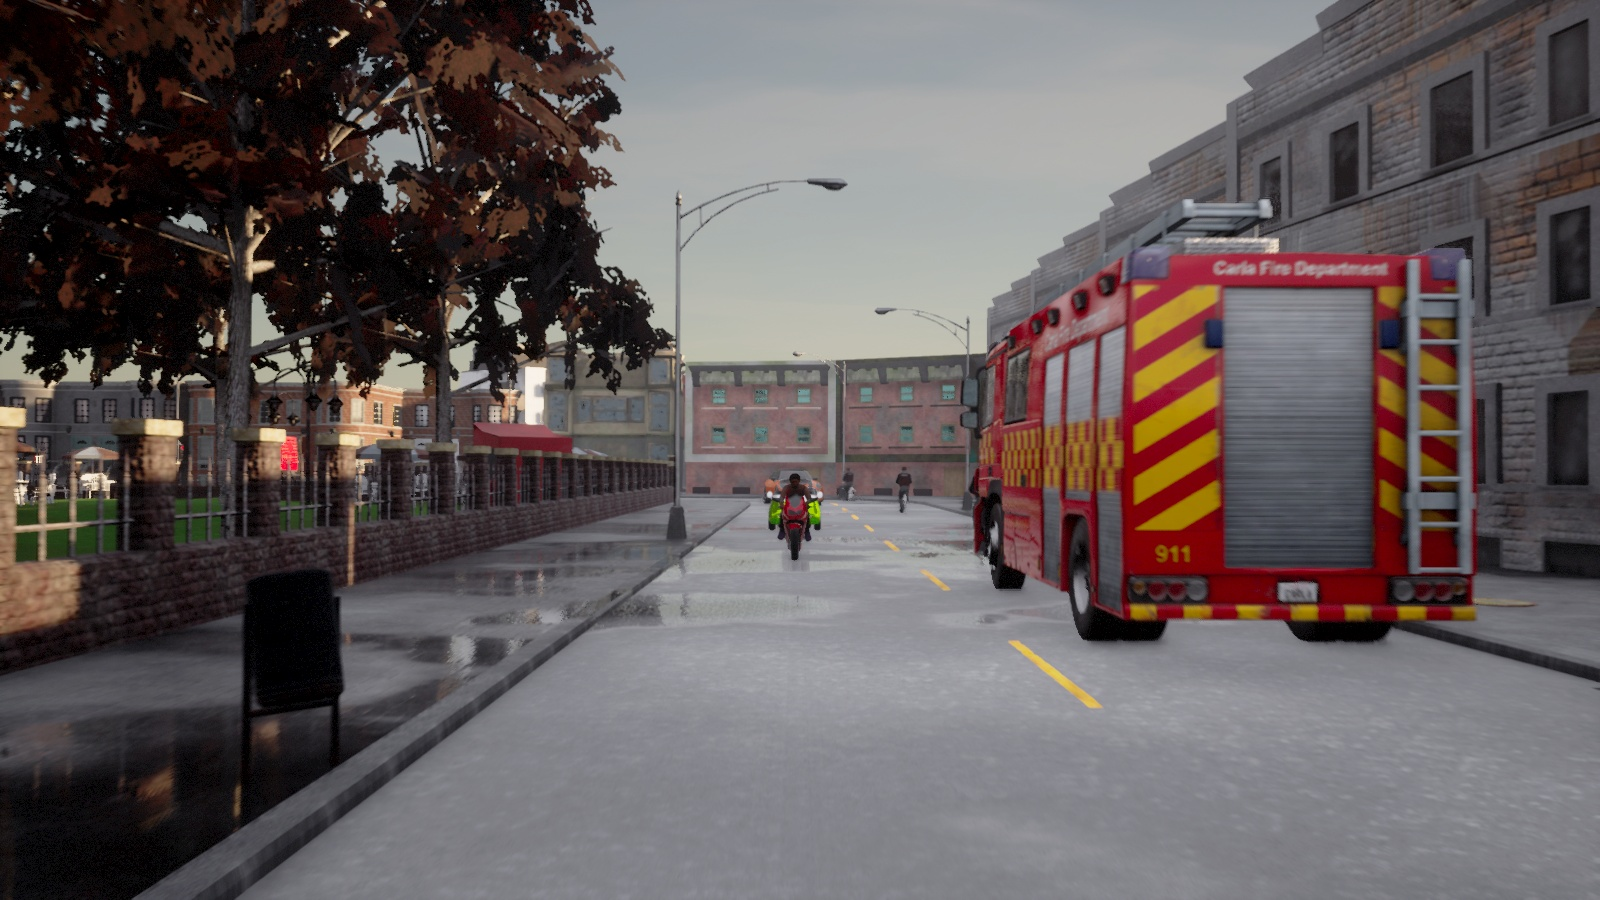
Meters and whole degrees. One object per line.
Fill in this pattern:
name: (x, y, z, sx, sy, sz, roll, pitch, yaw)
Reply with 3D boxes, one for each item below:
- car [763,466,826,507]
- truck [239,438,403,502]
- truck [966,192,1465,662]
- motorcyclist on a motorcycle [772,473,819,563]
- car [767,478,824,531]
car: (-0.290, 1.637, 57.486, 2.097, 1.767, 4.553, 0, -1, -11)
truck: (-26.322, 1.098, 69.305, 7.936, 3.462, 2.891, 0, -1, 0)
truck: (3.950, -0.123, 14.487, 2.891, 3.827, 8.468, 0, -1, 0)
motorcyclist on a motorcycle: (-0.078, 1.172, 22.388, 0.797, 1.523, 2.044, 0, -1, 0)
car: (-0.122, 1.433, 33.623, 1.481, 1.376, 2.207, 0, -1, 0)
